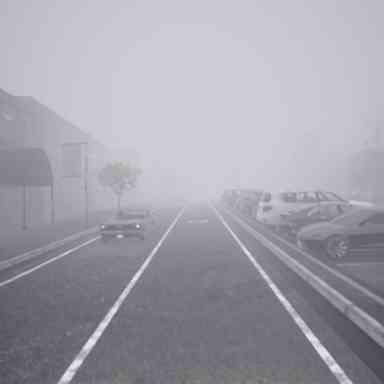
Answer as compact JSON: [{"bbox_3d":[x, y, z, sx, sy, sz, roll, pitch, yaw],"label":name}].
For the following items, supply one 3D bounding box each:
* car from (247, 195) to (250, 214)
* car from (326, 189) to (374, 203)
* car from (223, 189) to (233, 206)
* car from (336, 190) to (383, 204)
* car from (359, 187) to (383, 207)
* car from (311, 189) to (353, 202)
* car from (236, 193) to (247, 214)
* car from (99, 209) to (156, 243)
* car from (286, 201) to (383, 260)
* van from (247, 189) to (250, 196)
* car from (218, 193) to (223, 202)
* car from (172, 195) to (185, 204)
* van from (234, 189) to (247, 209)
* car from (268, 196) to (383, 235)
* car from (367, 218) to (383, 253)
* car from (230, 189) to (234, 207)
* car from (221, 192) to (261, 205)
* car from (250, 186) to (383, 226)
[{"bbox_3d":[5.971,1.079,18.972,5.008,1.535,2.097,-2,1,1],"label":"car"},{"bbox_3d":[19.462,0.489,41.132,5.008,1.535,2.097,-2,0,1],"label":"car"},{"bbox_3d":[6.248,0.684,32.982,5.566,2.045,2.435,-2,0,1],"label":"car"},{"bbox_3d":[19.407,0.548,38.346,4.674,1.452,2.002,-2,0,1],"label":"car"},{"bbox_3d":[19.264,0.428,32.778,4.553,1.767,2.185,-2,0,1],"label":"car"},{"bbox_3d":[19.560,0.464,46.699,5.008,1.535,2.097,-2,0,1],"label":"car"},{"bbox_3d":[6.069,1.022,24.577,4.892,1.521,2.231,-2,1,1],"label":"car"},{"bbox_3d":[-2.930,1.505,15.915,1.895,1.301,4.718,-2,1,1],"label":"car"},{"bbox_3d":[5.803,1.199,10.566,4.792,1.488,2.163,-2,1,1],"label":"car"},{"bbox_3d":[6.135,0.820,21.771,4.442,1.987,1.878,-2,1,1],"label":"van"},{"bbox_3d":[6.407,0.621,41.390,5.566,2.045,2.435,-2,0,1],"label":"car"},{"bbox_3d":[-2.189,1.198,55.414,1.994,1.385,4.181,-2,0,1],"label":"car"},{"bbox_3d":[6.002,0.769,27.381,4.442,1.987,1.878,-2,1,1],"label":"van"},{"bbox_3d":[5.875,1.138,13.362,4.892,1.521,2.231,-2,1,1],"label":"car"},{"bbox_3d":[5.729,1.236,4.959,5.008,1.535,2.097,-2,1,1],"label":"car"},{"bbox_3d":[6.140,0.837,30.184,4.553,1.767,2.185,-2,1,1],"label":"car"},{"bbox_3d":[6.434,0.860,44.192,4.892,1.521,2.231,-2,0,1],"label":"car"},{"bbox_3d":[5.949,0.856,16.166,5.566,2.045,2.435,-2,1,1],"label":"car"}]
